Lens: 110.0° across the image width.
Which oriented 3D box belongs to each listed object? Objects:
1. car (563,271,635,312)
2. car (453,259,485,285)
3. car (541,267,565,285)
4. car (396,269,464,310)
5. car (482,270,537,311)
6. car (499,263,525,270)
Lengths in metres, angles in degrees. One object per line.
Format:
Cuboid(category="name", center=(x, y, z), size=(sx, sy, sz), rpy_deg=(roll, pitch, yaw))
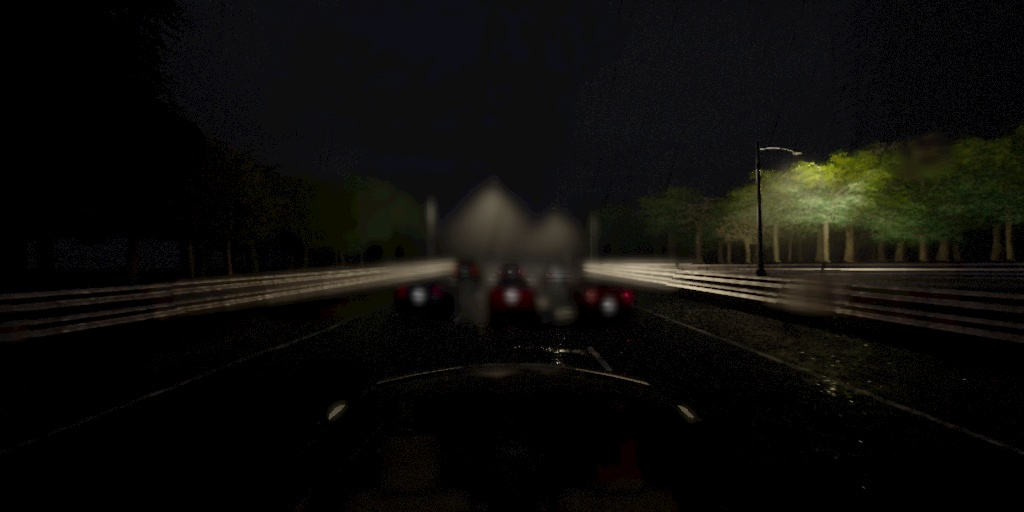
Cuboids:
Cuboid(category="car", center=(3.514, 1.492, 15.107), size=(1.895, 1.301, 4.718), rpy_deg=(0, -1, 0))
Cuboid(category="car", center=(-3.499, 1.258, 29.427), size=(2.150, 2.045, 5.566), rpy_deg=(0, 0, 0))
Cuboid(category="car", center=(3.501, 1.581, 29.360), size=(2.033, 1.411, 5.357), rpy_deg=(0, 0, 0))
Cuboid(category="car", center=(-3.481, 1.459, 15.487), size=(1.994, 1.385, 4.181), rpy_deg=(0, -1, 0))
Cuboid(category="car", center=(0.013, 1.457, 15.306), size=(1.994, 1.385, 4.181), rpy_deg=(0, -1, 1))
Cuboid(category="car", center=(0.011, 1.392, 30.276), size=(2.097, 1.767, 4.553), rpy_deg=(0, -1, 0))
